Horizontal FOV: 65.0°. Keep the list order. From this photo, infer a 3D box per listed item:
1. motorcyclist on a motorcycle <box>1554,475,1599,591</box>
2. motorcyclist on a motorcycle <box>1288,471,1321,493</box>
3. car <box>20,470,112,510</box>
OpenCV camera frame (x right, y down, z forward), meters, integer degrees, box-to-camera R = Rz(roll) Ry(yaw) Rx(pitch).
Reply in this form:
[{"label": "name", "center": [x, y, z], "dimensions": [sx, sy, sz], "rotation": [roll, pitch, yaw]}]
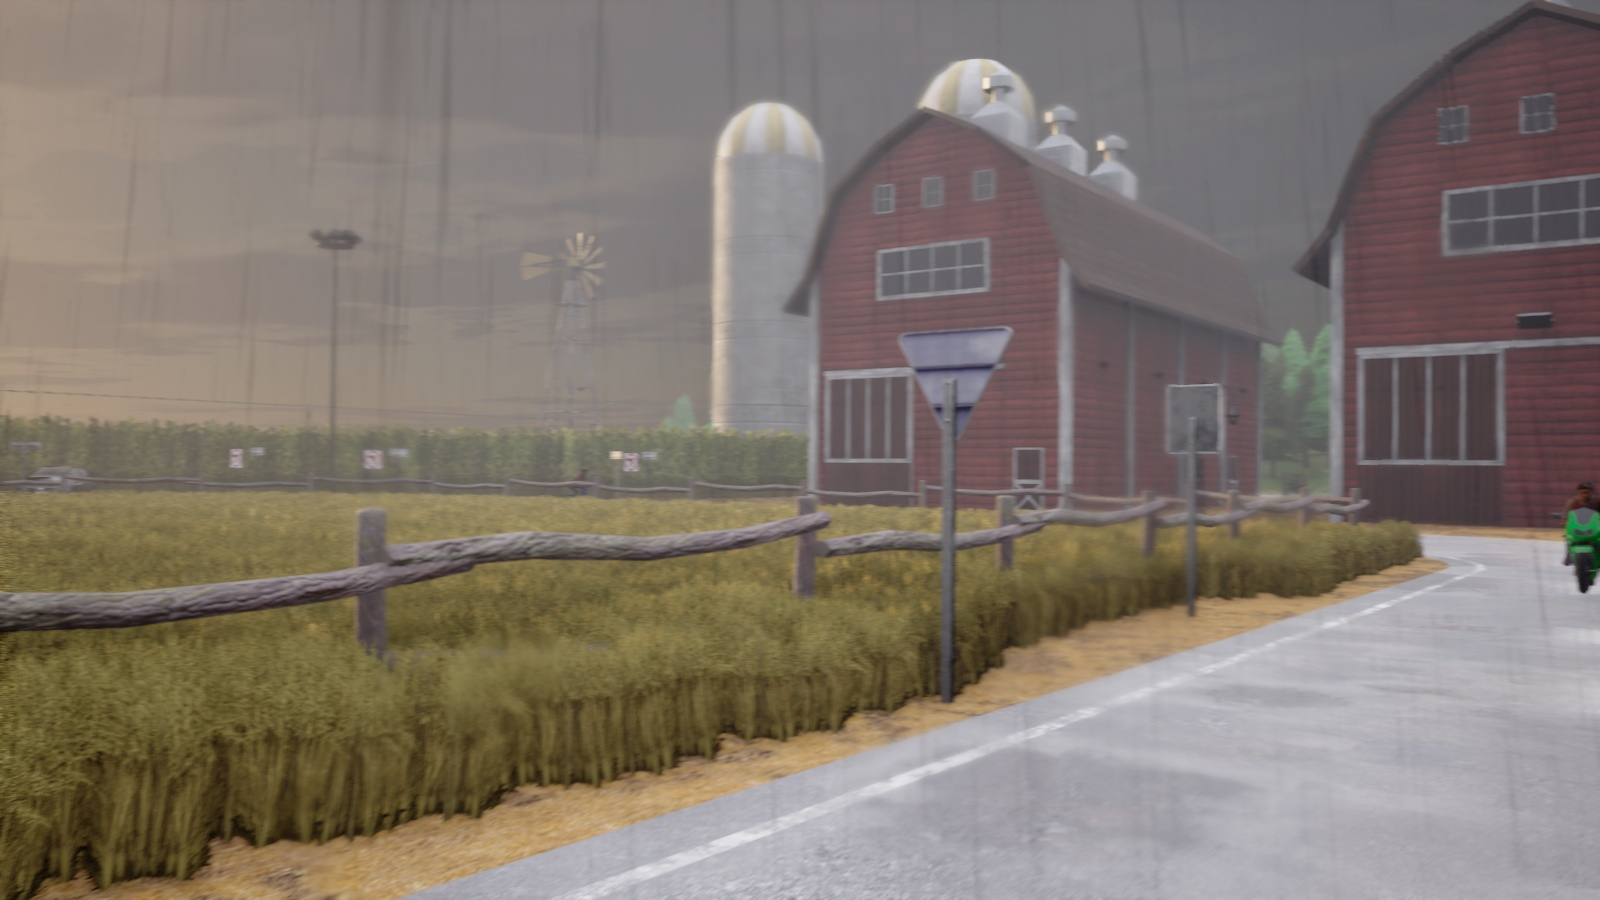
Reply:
[{"label": "motorcyclist on a motorcycle", "center": [11.074, 1.115, 17.493], "dimensions": [0.797, 1.523, 2.044], "rotation": [-1, -1, 36]}, {"label": "motorcyclist on a motorcycle", "center": [35.885, 2.246, 89.359], "dimensions": [2.044, 1.523, 0.797], "rotation": [-1, -1, 37]}, {"label": "car", "center": [-29.442, 1.582, 50.532], "dimensions": [2.007, 1.525, 4.514], "rotation": [0, -1, -14]}]
